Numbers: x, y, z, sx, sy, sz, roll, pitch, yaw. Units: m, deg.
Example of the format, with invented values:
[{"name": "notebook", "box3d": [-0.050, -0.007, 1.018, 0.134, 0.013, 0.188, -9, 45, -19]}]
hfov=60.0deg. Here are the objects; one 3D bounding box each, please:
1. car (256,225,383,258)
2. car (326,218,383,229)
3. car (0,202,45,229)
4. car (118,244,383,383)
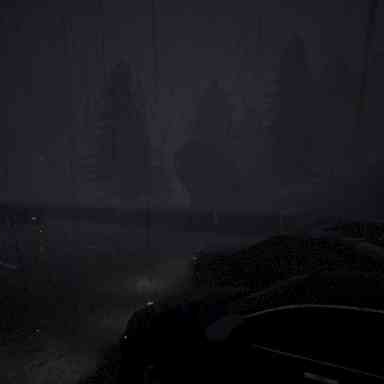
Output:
[{"name": "car", "box3d": [2.087, 1.512, 6.801, 4.674, 1.442, 1.812, 0, 0, 35]}, {"name": "car", "box3d": [4.583, 1.495, 9.319, 4.892, 1.490, 1.837, 0, 0, 35]}, {"name": "car", "box3d": [-11.066, 1.345, 20.471, 5.008, 1.535, 1.882, 0, 0, 35]}, {"name": "car", "box3d": [1.430, 1.501, 2.971, 4.892, 1.490, 1.837, 0, 0, 35]}]
